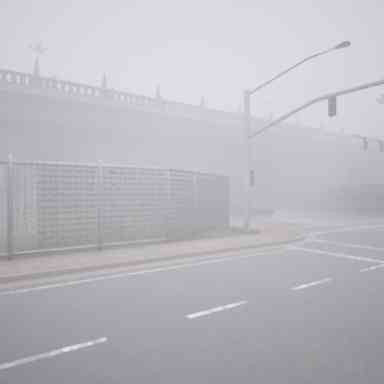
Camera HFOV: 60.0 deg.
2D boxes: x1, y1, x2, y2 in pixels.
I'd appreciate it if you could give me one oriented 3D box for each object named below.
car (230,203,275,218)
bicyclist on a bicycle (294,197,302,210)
[{"bbox_3d":[5.375,1.661,31.002,1.895,1.301,4.718,0,0,-36],"label":"car"},{"bbox_3d":[12.667,1.363,39.682,1.656,1.620,0.582,0,0,-36],"label":"bicyclist on a bicycle"}]
